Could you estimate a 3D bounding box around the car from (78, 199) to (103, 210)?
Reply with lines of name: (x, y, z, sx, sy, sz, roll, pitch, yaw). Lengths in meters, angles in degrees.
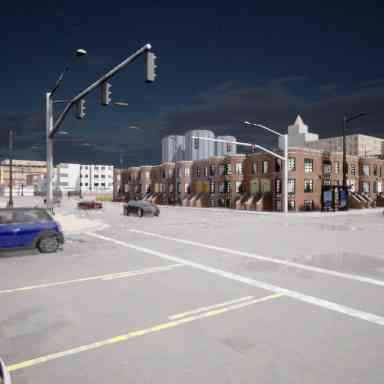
car: (-13.122, 1.600, 42.860, 1.895, 1.301, 4.718, 0, 0, -36)

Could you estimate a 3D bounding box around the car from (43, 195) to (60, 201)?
car: (-25.160, 1.359, 59.687, 2.097, 1.767, 4.553, 0, 0, -36)

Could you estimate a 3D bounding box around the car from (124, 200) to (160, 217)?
car: (-4.815, 1.505, 31.360, 1.837, 1.490, 4.892, 0, 0, -36)

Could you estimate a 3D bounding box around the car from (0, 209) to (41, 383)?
car: (-3.740, 1.221, 1.100, 5.566, 2.045, 2.150, 0, 0, -35)

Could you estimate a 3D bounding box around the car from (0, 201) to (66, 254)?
car: (-7.025, 1.352, 11.809, 4.553, 1.767, 2.097, 0, 0, -36)
